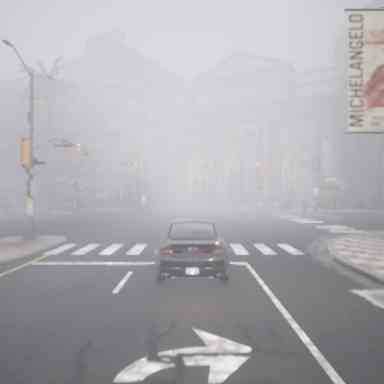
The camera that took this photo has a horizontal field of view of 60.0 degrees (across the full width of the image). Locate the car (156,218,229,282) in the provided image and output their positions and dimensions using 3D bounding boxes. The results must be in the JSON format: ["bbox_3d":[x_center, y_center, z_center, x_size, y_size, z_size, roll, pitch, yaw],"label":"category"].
[{"bbox_3d":[0.020,1.549,9.918,1.837,1.490,4.892,0,0,0],"label":"car"}]
